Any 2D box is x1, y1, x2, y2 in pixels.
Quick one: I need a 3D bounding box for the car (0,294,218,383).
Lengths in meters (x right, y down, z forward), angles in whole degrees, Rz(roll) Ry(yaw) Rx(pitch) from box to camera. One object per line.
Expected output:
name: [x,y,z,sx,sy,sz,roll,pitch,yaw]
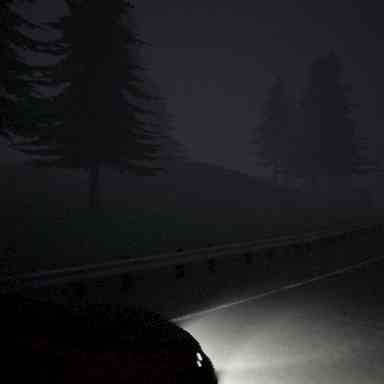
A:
car: [-1.801,1.572,2.631,4.181,1.385,1.994,0,0,-36]
